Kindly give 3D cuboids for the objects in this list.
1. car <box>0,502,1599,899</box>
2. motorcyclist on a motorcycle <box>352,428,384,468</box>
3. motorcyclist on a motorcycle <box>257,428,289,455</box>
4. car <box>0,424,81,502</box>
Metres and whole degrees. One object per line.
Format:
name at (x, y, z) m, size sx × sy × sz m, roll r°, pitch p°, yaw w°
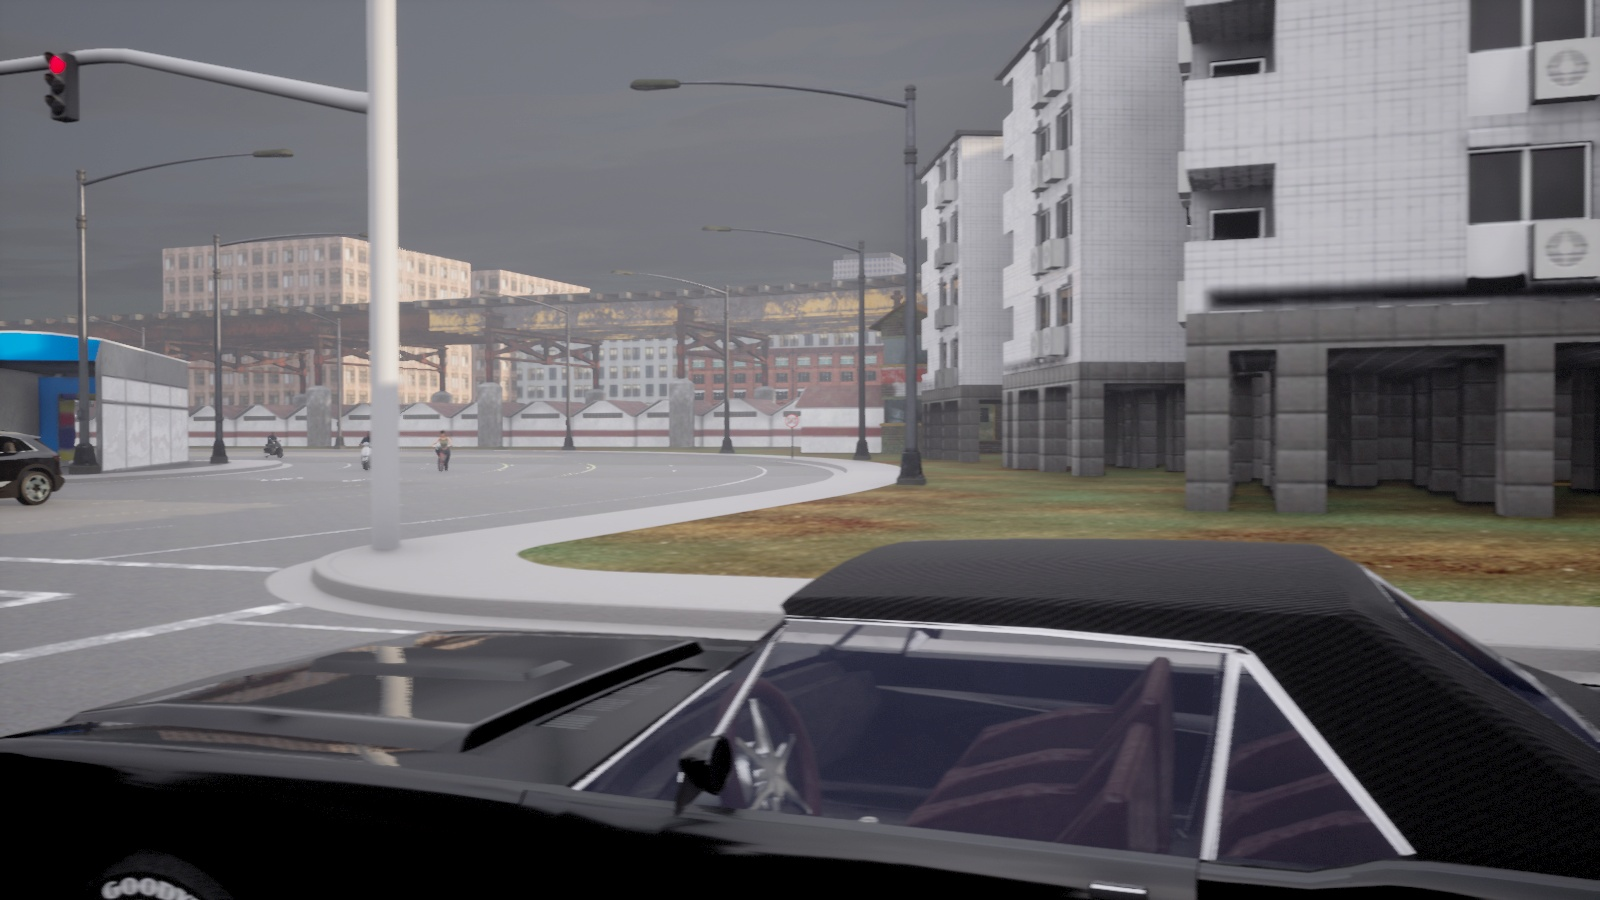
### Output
car at (0.311, 0.879, 3.071) m, size 4.718 × 1.301 × 1.895 m, roll 1°, pitch 1°, yaw 19°
motorcyclist on a motorcycle at (-17.453, -0.098, 50.730) m, size 0.866 × 1.590 × 1.817 m, roll 0°, pitch 1°, yaw -8°
motorcyclist on a motorcycle at (-31.183, -0.528, 74.335) m, size 1.817 × 1.590 × 0.866 m, roll 1°, pitch 2°, yaw 33°
car at (-17.919, 0.269, 26.231) m, size 2.033 × 1.649 × 4.856 m, roll 1°, pitch 1°, yaw 20°
